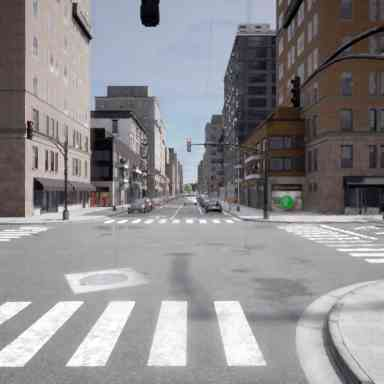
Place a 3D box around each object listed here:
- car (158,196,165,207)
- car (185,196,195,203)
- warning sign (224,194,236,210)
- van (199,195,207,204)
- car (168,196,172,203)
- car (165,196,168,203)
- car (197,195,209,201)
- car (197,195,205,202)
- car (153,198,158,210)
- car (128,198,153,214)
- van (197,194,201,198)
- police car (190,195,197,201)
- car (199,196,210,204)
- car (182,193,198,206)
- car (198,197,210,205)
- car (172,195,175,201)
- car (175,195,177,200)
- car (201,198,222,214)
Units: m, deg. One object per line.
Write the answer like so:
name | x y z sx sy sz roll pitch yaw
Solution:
car | -5.756 1.653 52.645 1.802 1.307 4.206 0 0 0
car | -0.371 1.664 73.454 2.033 1.411 5.357 0 0 0
warning sign | 4.579 1.162 40.085 1.300 1.860 1.060 0 0 0
van | 2.261 1.453 69.182 1.690 1.788 3.998 0 0 0
car | -5.764 1.552 69.178 1.967 1.590 4.097 0 0 0
car | -5.759 1.634 58.156 2.008 1.369 4.403 0 0 0
car | 2.268 1.637 52.649 1.947 1.339 4.313 0 0 0
car | 2.253 1.600 85.714 1.967 1.590 4.097 0 0 0
car | -5.751 1.489 41.624 1.967 1.590 4.097 0 0 0
car | -5.749 1.480 36.113 1.967 1.590 4.097 0 0 0
van | 2.266 1.424 58.160 1.690 1.788 3.998 0 0 0
police car | 0.440 1.599 90.193 1.930 1.638 5.238 0 0 0
car | 2.271 1.641 47.139 1.802 1.307 4.206 0 0 0
car | -0.277 1.307 58.368 2.150 2.045 5.566 0 0 -1
car | 2.263 1.647 63.671 2.008 1.369 4.403 0 0 0
car | -5.769 1.694 80.199 2.008 1.369 4.403 0 0 0
car | -5.774 1.721 91.221 1.887 1.381 4.507 0 0 0
car | 2.276 1.606 36.116 1.947 1.339 4.313 0 0 0
